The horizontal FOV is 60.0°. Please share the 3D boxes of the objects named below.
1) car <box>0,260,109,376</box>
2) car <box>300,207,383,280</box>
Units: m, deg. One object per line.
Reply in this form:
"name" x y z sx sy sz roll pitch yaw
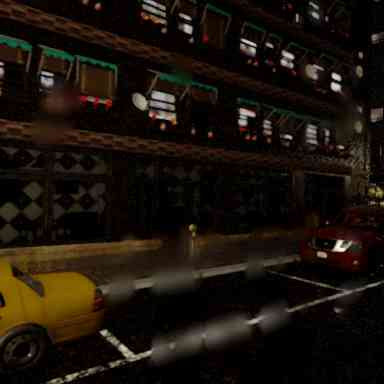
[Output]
"car" -3.505 1.519 4.041 4.829 1.417 1.752 1 1 -35
"car" 5.610 1.422 10.538 5.009 1.841 2.192 1 1 -35
